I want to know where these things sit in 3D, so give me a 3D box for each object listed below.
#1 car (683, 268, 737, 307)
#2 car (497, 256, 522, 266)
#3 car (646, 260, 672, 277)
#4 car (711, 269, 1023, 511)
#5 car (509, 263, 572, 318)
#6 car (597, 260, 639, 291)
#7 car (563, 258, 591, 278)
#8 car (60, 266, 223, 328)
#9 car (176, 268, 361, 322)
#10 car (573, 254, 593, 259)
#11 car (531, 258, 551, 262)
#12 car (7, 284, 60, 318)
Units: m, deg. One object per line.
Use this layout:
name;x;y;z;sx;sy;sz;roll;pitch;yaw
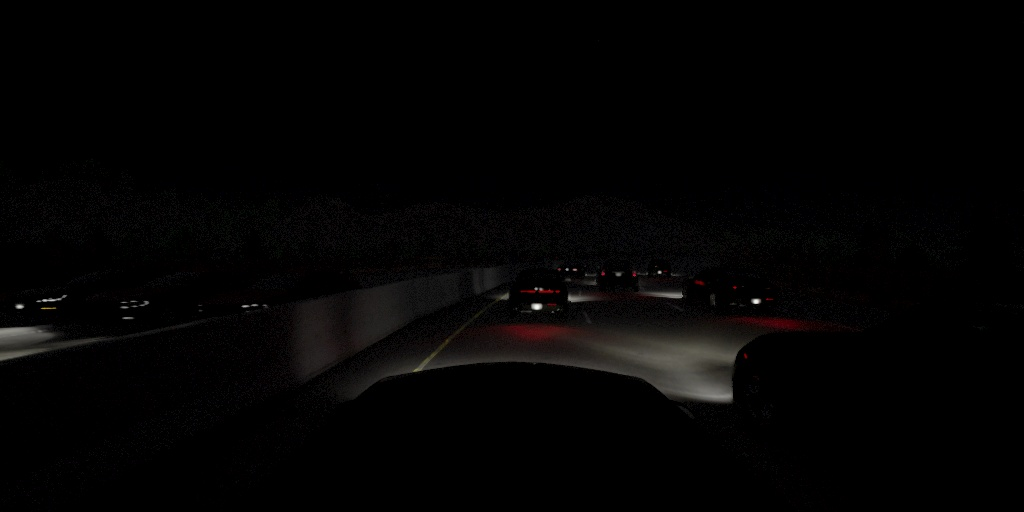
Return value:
car;8.253;1.197;14.006;1.837;1.490;4.892;0;0;8
car;-0.393;0.740;52.825;2.097;1.767;4.553;0;0;30
car;13.238;1.085;32.265;1.837;1.490;4.892;0;0;21
car;3.746;1.109;2.557;2.097;1.767;4.553;0;0;1
car;1.018;1.181;12.669;1.837;1.490;4.892;0;0;7
car;6.084;0.988;20.964;2.097;1.767;4.553;0;0;13
car;5.171;1.111;30.749;2.033;1.411;5.357;0;0;19
car;-9.897;1.126;11.250;1.882;1.535;5.008;0;0;7
car;-6.461;1.142;10.640;1.882;1.535;5.008;0;0;7
car;11.352;0.611;58.549;2.150;2.045;5.566;0;0;35
car;4.601;0.941;54.522;2.033;1.411;5.357;0;0;31
car;-13.296;1.134;12.291;1.837;1.490;4.892;0;0;7
